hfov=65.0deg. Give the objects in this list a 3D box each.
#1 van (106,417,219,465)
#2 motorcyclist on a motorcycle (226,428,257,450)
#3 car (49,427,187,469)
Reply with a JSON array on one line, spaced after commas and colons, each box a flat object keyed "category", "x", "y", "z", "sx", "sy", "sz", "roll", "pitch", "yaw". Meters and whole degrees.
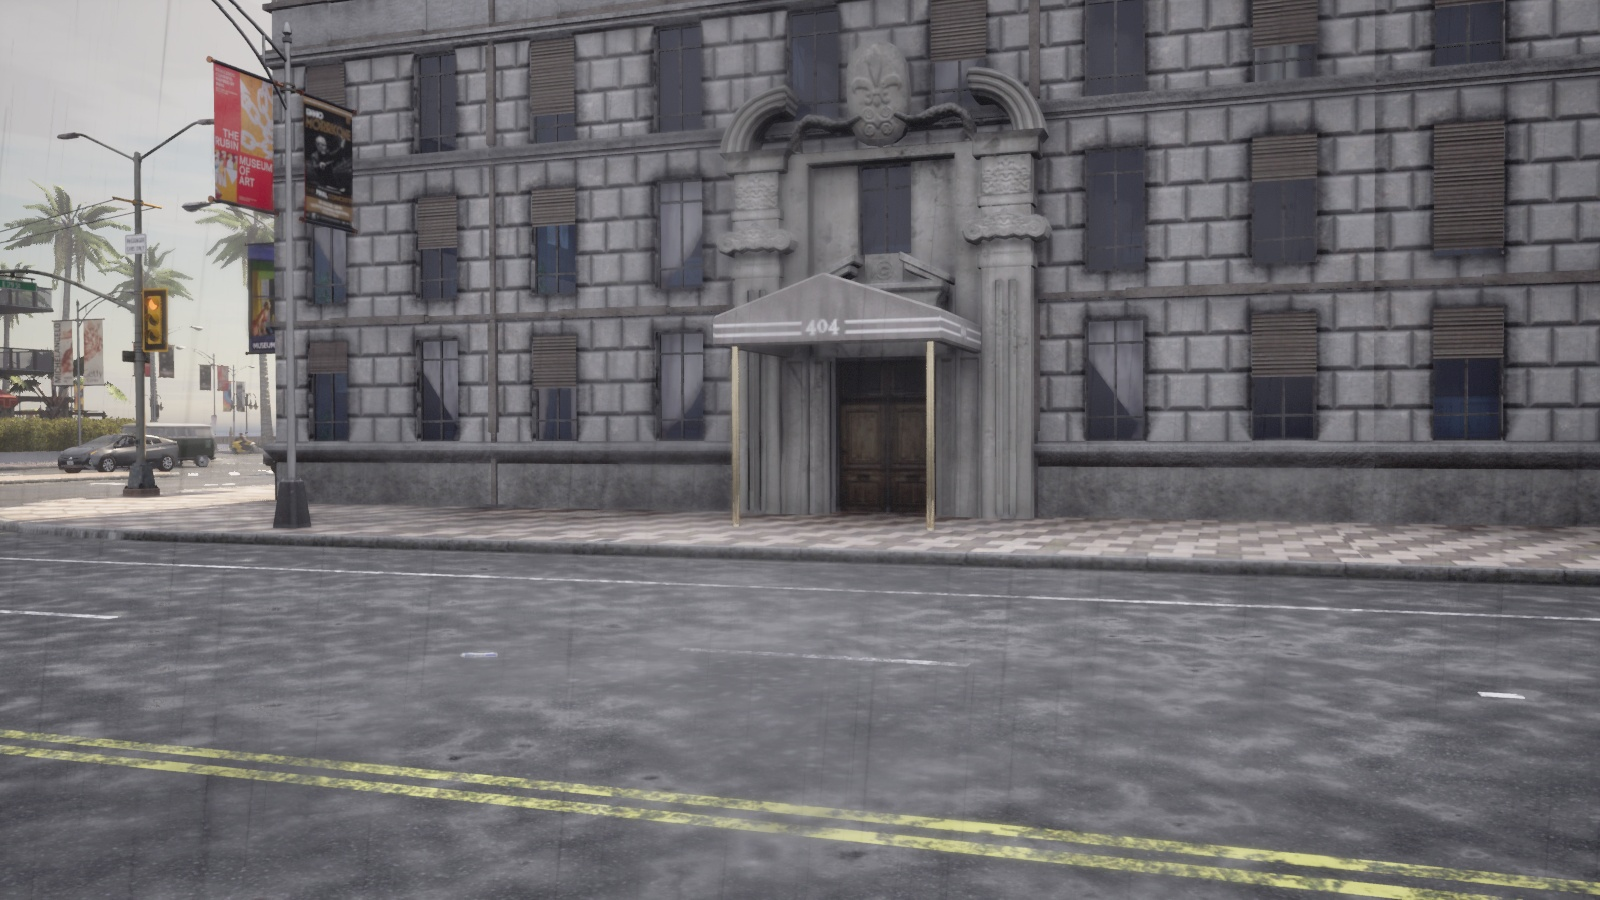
[{"category": "van", "x": -27.778, "y": -0.403, "z": 54.864, "sx": 1.775, "sy": 1.987, "sz": 4.442, "roll": 1, "pitch": 1, "yaw": 19}, {"category": "motorcyclist on a motorcycle", "x": -39.644, "y": -0.767, "z": 89.108, "sx": 2.044, "sy": 1.523, "sz": 0.797, "roll": 1, "pitch": 1, "yaw": 19}, {"category": "car", "x": -26.233, "y": -0.102, "z": 48.491, "sx": 2.007, "sy": 1.525, "sz": 4.514, "roll": 1, "pitch": 1, "yaw": 19}]
